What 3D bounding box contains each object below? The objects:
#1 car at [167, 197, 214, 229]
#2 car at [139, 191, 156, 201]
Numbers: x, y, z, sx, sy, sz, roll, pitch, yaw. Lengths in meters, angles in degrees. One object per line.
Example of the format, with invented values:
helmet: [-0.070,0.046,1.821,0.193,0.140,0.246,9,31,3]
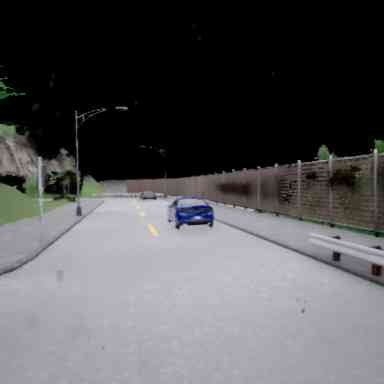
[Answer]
car: [-0.225,1.018,18.076,1.882,1.535,5.008,-1,1,-11]
car: [-6.365,0.478,47.729,1.994,1.385,4.181,-1,2,-16]
